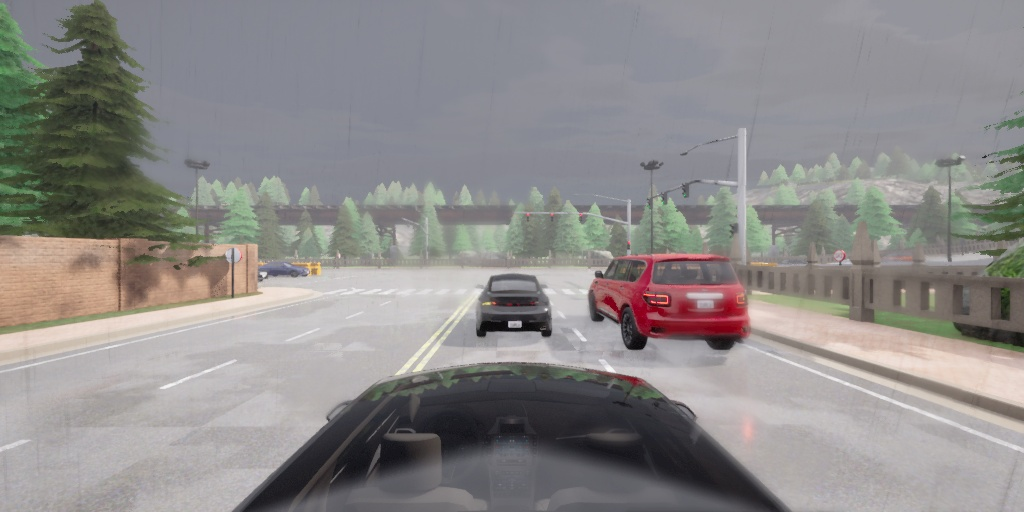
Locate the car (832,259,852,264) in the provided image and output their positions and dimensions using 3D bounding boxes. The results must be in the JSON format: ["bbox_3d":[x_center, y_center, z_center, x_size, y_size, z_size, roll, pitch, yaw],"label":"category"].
[{"bbox_3d":[41.912,1.098,44.651,4.674,1.442,1.812,-2,0,0],"label":"car"}]

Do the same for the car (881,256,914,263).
[{"bbox_3d":[43.195,1.072,41.156,5.357,1.411,2.033,-2,0,0],"label":"car"}]

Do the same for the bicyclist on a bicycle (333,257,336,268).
[{"bbox_3d":[-27.422,1.049,55.746,0.582,1.620,1.656,0,0,0],"label":"bicyclist on a bicycle"}]

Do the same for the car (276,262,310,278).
[{"bbox_3d":[-21.550,1.275,33.775,4.674,1.442,1.812,0,0,0],"label":"car"}]

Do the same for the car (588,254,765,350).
[{"bbox_3d":[3.516,0.971,9.196,2.150,2.045,5.566,0,0,0],"label":"car"}]

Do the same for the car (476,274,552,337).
[{"bbox_3d":[0.019,1.255,10.296,1.837,1.490,4.892,0,0,-1],"label":"car"}]

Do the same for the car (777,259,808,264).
[{"bbox_3d":[37.129,1.207,48.125,4.892,1.490,1.837,-1,0,0],"label":"car"}]

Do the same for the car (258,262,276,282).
[{"bbox_3d":[-20.928,1.241,26.761,4.902,1.511,2.128,0,0,0],"label":"car"}]
